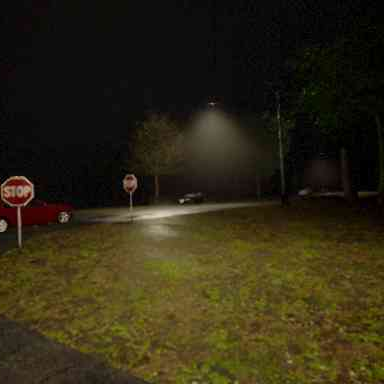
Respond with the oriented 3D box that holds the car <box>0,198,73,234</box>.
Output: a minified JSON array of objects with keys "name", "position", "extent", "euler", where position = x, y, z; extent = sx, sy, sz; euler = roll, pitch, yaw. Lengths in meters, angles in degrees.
[{"name":"car","position":[-8.132,1.007,15.879],"extent":[1.882,1.535,5.008],"euler":[-3,1,34]}]

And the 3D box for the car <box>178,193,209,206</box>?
[{"name":"car","position":[0.184,0.870,40.462],"extent":[2.128,1.511,4.902],"euler":[-4,-1,34]}]

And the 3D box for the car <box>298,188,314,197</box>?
[{"name":"car","position":[19.805,0.069,57.591],"extent":[1.812,1.442,4.674],"euler":[-3,-1,30]}]
